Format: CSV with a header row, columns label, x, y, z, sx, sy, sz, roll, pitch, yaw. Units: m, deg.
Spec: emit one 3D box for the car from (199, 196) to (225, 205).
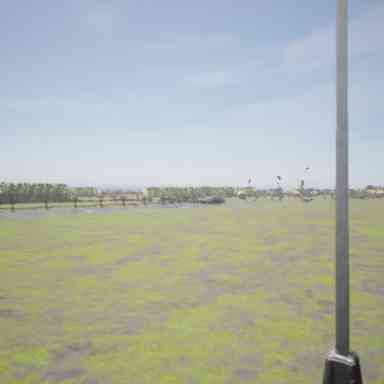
label,x,y,z,sx,sy,sz,roll,pitch,yaw
car,3.611,1.439,58.580,2.033,1.411,5.357,1,1,44
